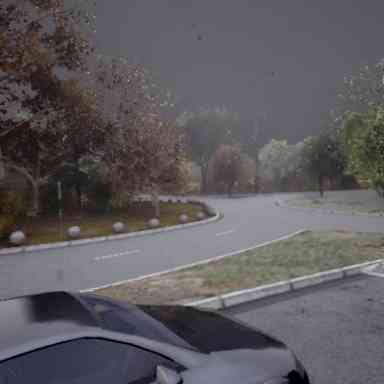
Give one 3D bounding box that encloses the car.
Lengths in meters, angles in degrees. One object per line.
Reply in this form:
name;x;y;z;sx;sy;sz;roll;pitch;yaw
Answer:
car;-0.961;1.561;2.614;4.181;1.385;1.994;0;0;-34
